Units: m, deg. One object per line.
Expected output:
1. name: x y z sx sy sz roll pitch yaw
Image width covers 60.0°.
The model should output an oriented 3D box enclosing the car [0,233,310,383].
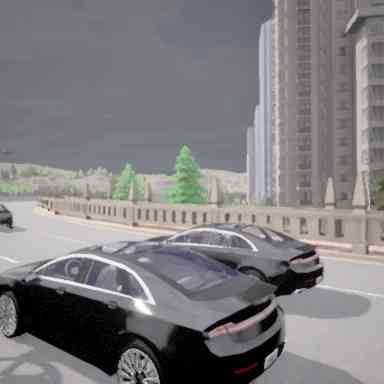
1. car: -1.109 1.493 4.908 4.902 1.511 2.128 0 0 37

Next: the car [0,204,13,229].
1. car: -12.536 1.452 20.633 2.128 1.511 4.902 0 0 -41

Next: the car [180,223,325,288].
1. car: 0.576 1.499 8.009 4.902 1.511 2.128 0 0 37
